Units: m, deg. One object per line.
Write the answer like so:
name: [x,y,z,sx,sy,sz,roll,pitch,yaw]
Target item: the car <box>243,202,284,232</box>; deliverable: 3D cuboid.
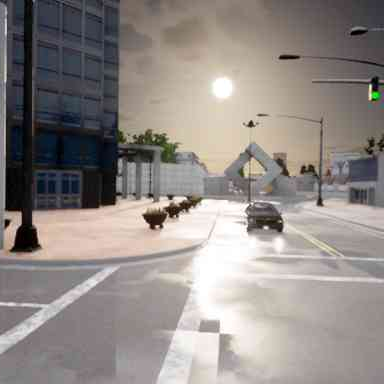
car: [3.855,1.285,18.544,2.033,1.411,5.357,1,1,7]
